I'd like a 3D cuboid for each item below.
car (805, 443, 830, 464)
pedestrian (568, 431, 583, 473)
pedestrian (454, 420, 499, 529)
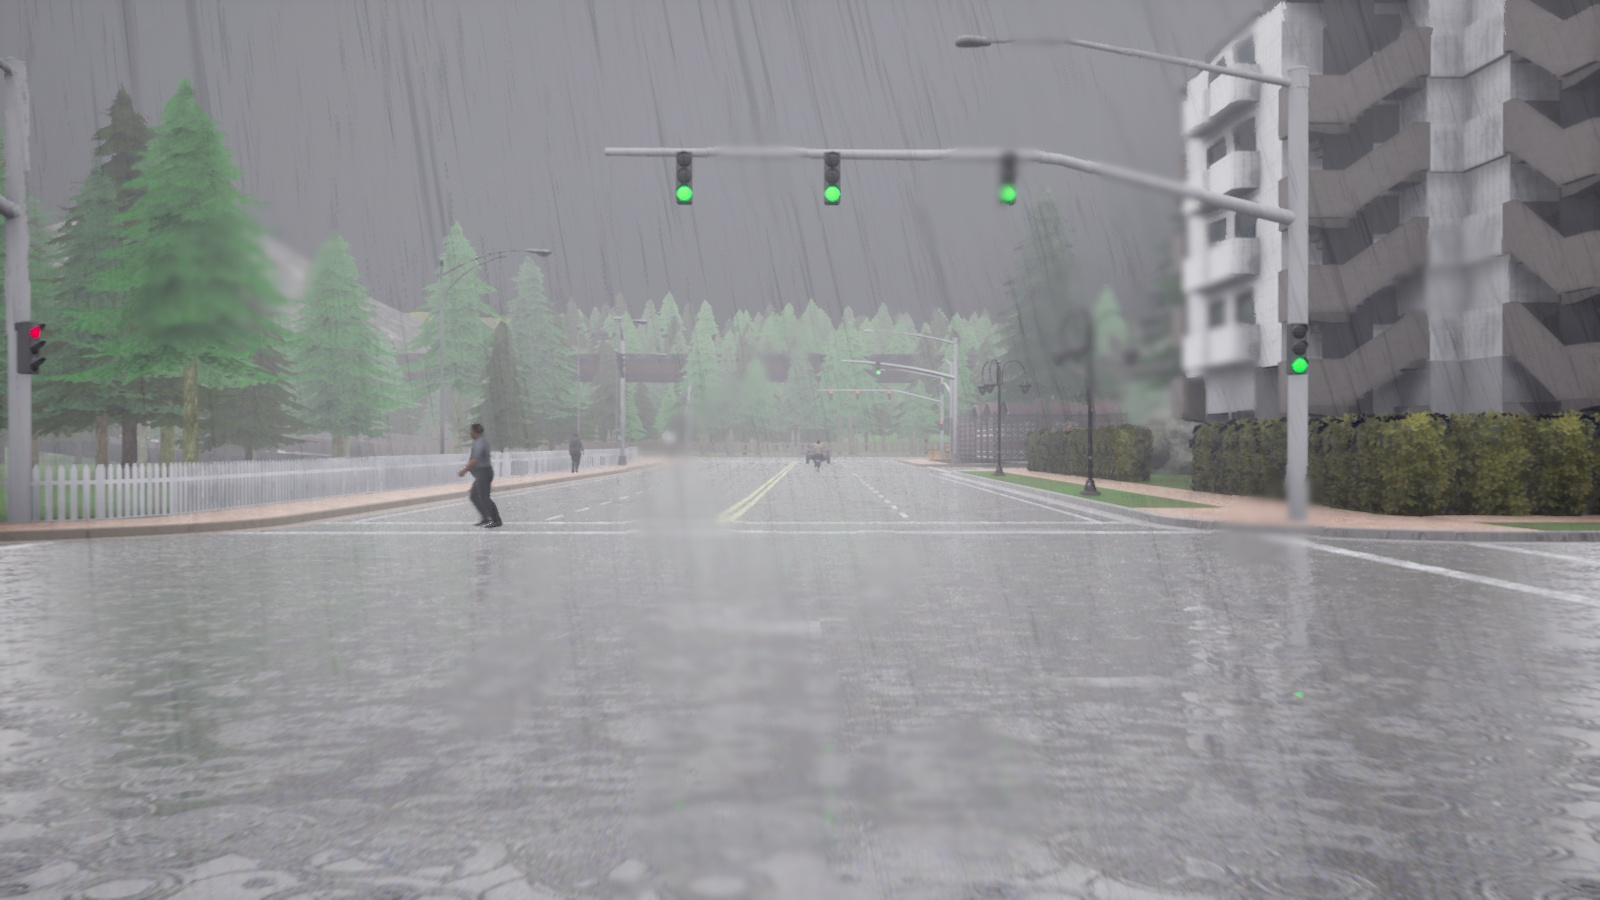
[{"bbox_3d":[1.266,0.233,90.558,1.816,1.474,4.193,0,0,1],"label":"car"},{"bbox_3d":[-9.898,0.073,55.311,0.540,1.848,0.694,0,0,-1],"label":"pedestrian"},{"bbox_3d":[-5.535,0.410,21.503,0.694,1.848,0.540,0,0,-8],"label":"pedestrian"}]
